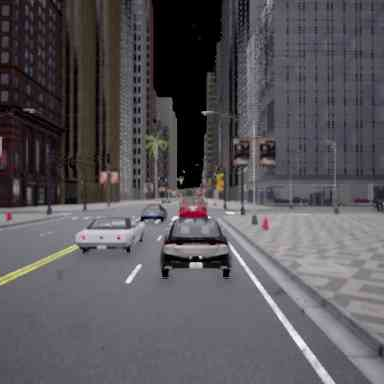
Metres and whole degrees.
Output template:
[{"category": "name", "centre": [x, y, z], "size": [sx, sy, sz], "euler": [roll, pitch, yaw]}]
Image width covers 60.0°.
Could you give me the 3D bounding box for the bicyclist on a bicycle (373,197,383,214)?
[{"category": "bicyclist on a bicycle", "centre": [18.405, 1.350, 32.877], "size": [0.582, 1.620, 1.656], "euler": [0, -1, -1]}]

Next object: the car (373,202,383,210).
[{"category": "car", "centre": [26.479, 1.777, 44.484], "size": [4.206, 1.307, 1.802], "euler": [0, -1, -1]}]

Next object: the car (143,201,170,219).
[{"category": "car", "centre": [-3.143, 1.706, 28.145], "size": [1.994, 1.385, 4.181], "euler": [0, 0, 0]}]

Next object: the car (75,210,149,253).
[{"category": "car", "centre": [-3.147, 1.652, 13.855], "size": [1.895, 1.301, 4.718], "euler": [0, 0, 0]}]

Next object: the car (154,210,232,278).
[{"category": "car", "centre": [0.101, 1.524, 10.244], "size": [2.128, 1.511, 4.902], "euler": [0, 0, 0]}]

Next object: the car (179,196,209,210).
[{"category": "car", "centre": [0.134, 1.351, 26.443], "size": [2.150, 2.045, 5.566], "euler": [0, 0, 1]}]

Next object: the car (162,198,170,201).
[{"category": "car", "centre": [-6.470, 2.233, 82.009], "size": [1.994, 1.385, 4.181], "euler": [0, -1, 0]}]
